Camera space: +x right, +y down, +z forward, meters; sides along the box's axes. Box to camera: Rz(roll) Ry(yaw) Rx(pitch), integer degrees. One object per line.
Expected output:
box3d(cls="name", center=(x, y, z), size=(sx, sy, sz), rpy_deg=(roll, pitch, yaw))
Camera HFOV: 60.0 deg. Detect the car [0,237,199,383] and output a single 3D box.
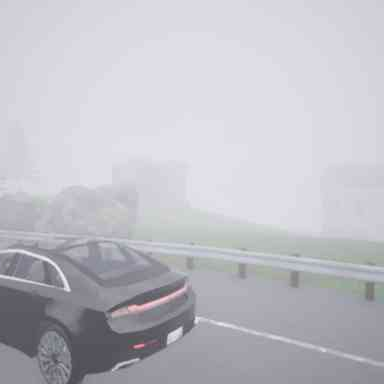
box3d(cls="car", center=(-2.231, 1.486, 5.264), size=(4.902, 1.511, 2.128), rpy_deg=(0, 0, 33))
